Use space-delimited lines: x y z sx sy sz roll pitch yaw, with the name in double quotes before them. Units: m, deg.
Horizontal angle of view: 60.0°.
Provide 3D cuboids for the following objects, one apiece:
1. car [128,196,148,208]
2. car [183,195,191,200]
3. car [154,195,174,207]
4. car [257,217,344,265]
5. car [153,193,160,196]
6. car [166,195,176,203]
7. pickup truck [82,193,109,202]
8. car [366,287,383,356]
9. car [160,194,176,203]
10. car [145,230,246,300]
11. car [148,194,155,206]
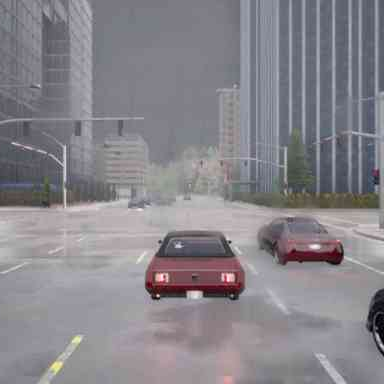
"car" -7.748 1.502 46.657 1.837 1.490 4.892 0 0 -1
"car" -1.259 1.548 88.602 1.994 1.385 4.181 0 0 -1
"car" -4.316 1.561 51.975 1.994 1.385 4.181 0 0 -1
"car" 3.581 1.563 11.686 1.994 1.385 4.181 0 0 0
"car" -7.969 1.488 66.126 2.128 1.511 4.902 0 0 0
"car" -4.531 1.521 72.479 2.128 1.511 4.902 0 0 -1
"pickup truck" -21.167 1.055 73.385 2.390 2.098 6.274 0 0 30
"car" 3.609 1.564 3.275 1.994 1.385 4.181 0 0 -1
"car" -4.442 1.501 62.182 1.837 1.490 4.892 0 0 -1
"car" 0.074 1.600 8.329 1.895 1.301 4.718 0 0 0
"car" -7.877 1.502 56.039 1.837 1.490 4.892 0 0 -1
